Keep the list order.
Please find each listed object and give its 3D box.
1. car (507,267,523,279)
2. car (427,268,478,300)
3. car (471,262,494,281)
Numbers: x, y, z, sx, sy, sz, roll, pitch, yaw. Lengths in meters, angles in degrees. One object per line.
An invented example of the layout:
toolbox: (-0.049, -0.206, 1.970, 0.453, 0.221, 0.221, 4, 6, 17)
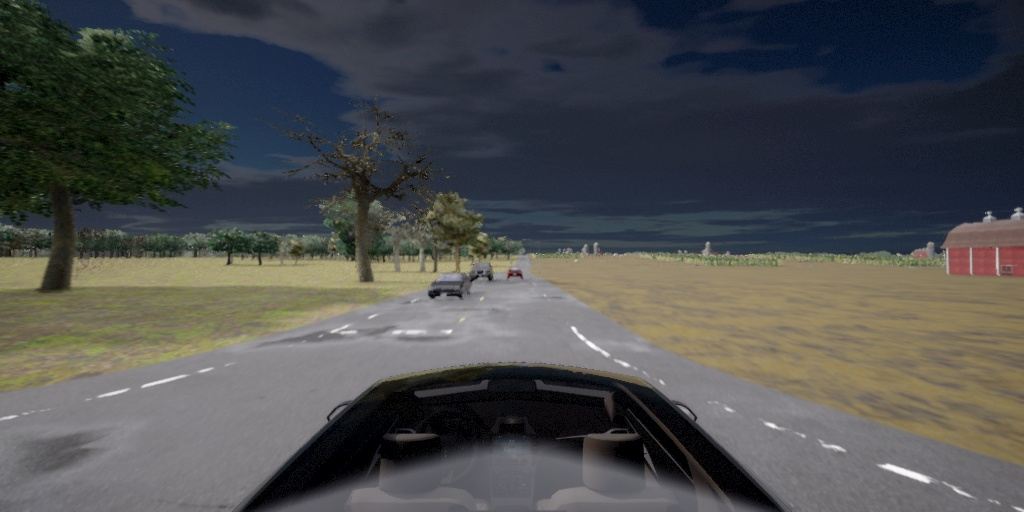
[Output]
car: (0.373, 2.062, 45.293, 1.882, 1.535, 5.008, -1, -1, 1)
car: (-3.458, 1.657, 20.879, 2.033, 1.411, 5.357, -1, -1, 1)
car: (-3.242, 1.707, 39.550, 2.150, 2.045, 5.566, -1, -2, 1)
